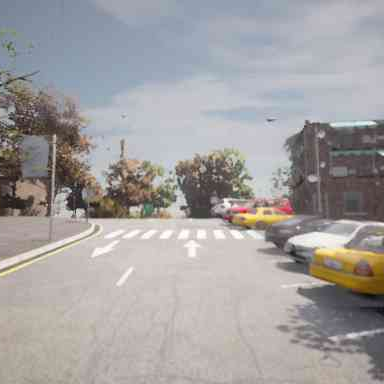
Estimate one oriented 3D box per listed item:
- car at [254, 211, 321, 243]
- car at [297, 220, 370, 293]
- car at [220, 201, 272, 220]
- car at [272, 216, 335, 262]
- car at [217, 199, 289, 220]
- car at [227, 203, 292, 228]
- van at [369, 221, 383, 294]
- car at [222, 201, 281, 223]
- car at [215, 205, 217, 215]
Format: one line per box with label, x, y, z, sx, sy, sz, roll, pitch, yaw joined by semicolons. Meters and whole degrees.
car;5.313;1.703;14.097;4.674;1.452;2.002;1;-1;-20
car;5.476;1.588;8.108;5.366;1.575;1.946;1;-1;-20
car;5.218;1.800;32.241;4.553;1.767;2.185;2;-3;-21
car;5.318;1.666;11.068;4.674;1.452;2.002;1;-1;-20
car;5.249;1.561;26.168;5.566;2.045;2.435;1;-1;-21
car;5.467;1.775;23.217;5.366;1.575;1.946;1;-1;-20
van;5.182;1.323;4.981;4.442;1.987;1.878;1;0;-20
car;5.208;1.724;29.217;4.553;1.767;2.185;1;-1;-21
car;5.123;1.829;35.193;5.566;2.045;2.435;3;-6;-20
